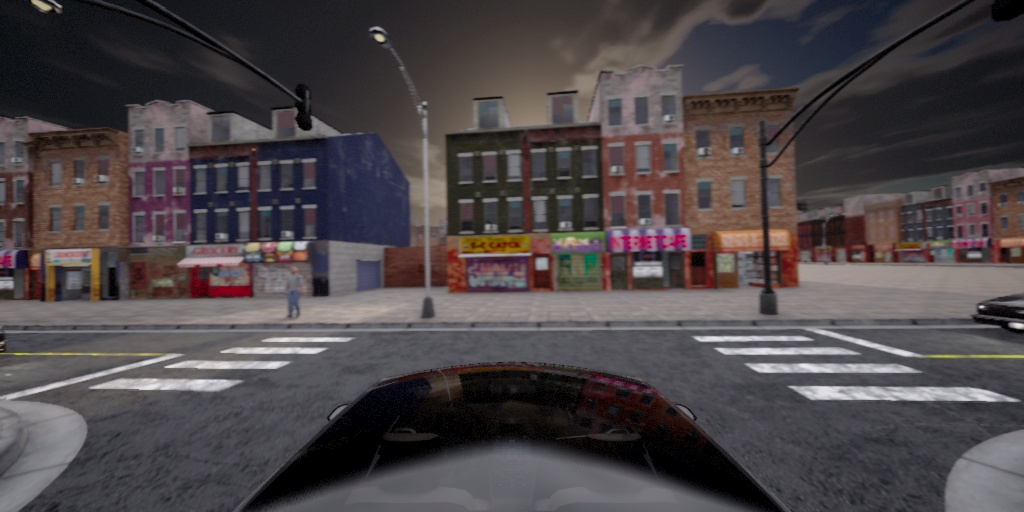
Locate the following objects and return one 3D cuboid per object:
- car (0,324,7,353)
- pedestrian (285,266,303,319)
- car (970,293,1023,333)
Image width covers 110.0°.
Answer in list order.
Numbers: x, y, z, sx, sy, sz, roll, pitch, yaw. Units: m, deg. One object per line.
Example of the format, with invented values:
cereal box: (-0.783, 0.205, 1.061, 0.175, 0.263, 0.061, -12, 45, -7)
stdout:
car: (-13.566, 1.671, 7.529, 4.902, 1.511, 2.128, -2, -1, 7)
pedestrian: (-7.702, 1.265, 12.734, 0.375, 1.860, 0.375, -1, -1, 6)
car: (13.429, 1.033, 7.582, 5.357, 1.411, 2.033, -1, -1, 1)
